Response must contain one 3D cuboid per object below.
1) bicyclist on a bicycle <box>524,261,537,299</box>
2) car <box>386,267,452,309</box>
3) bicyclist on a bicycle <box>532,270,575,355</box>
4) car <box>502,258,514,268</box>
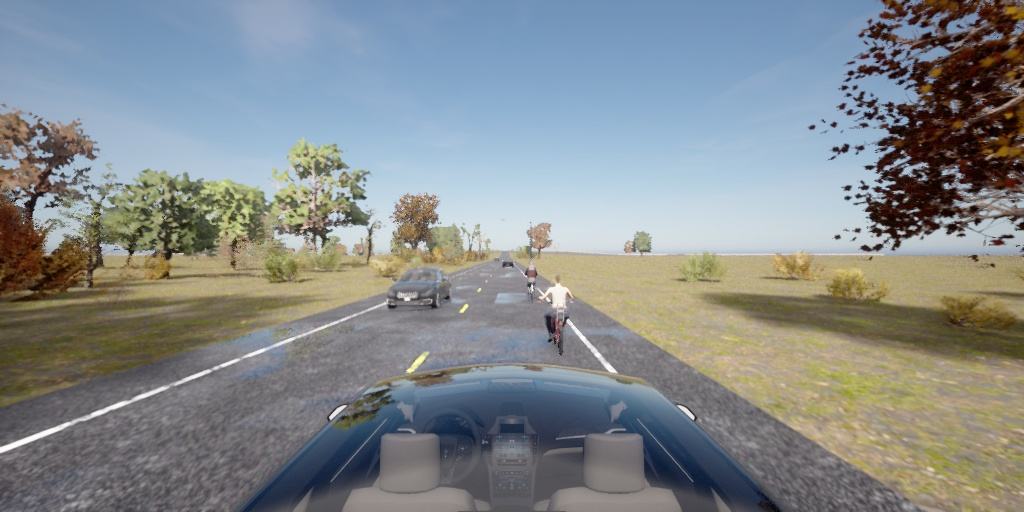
[{"bbox_3d":[0.861,1.119,16.118,0.659,1.776,1.843,0,0,-1],"label":"bicyclist on a bicycle"},{"bbox_3d":[-3.686,1.254,14.953,1.837,1.490,4.892,0,0,-1],"label":"car"},{"bbox_3d":[0.968,1.186,7.690,0.866,1.612,1.509,0,0,-1],"label":"bicyclist on a bicycle"},{"bbox_3d":[-0.669,1.214,62.283,1.882,1.535,5.008,0,0,-1],"label":"car"}]
